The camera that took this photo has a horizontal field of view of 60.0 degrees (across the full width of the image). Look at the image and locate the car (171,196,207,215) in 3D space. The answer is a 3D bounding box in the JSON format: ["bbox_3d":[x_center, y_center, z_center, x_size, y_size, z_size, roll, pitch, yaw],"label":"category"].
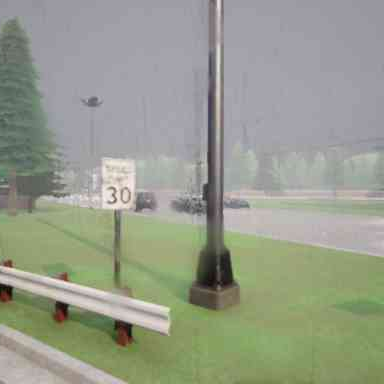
[{"bbox_3d":[-0.043,1.404,32.770,2.033,1.411,5.357,0,0,-32],"label":"car"}]

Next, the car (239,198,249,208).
[{"bbox_3d":[5.537,1.405,43.665,1.994,1.385,4.181,0,0,-32],"label":"car"}]

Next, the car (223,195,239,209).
[{"bbox_3d":[3.133,1.191,40.908,2.097,1.767,4.553,0,0,-32],"label":"car"}]

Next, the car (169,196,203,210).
[{"bbox_3d":[-0.862,1.294,40.696,1.882,1.535,5.008,0,0,-32],"label":"car"}]

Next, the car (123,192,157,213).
[{"bbox_3d":[-5.675,1.035,35.189,2.150,2.045,5.566,0,0,-32],"label":"car"}]
